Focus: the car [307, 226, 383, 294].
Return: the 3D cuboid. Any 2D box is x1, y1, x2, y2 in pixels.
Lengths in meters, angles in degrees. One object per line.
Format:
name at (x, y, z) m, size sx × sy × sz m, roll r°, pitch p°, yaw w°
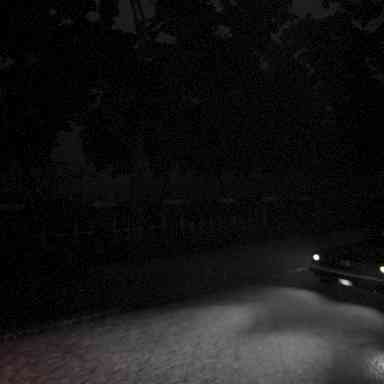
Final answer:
car at (4.957, 1.537, 8.146) m, size 4.718 × 1.301 × 1.895 m, roll -1°, pitch 0°, yaw -36°
